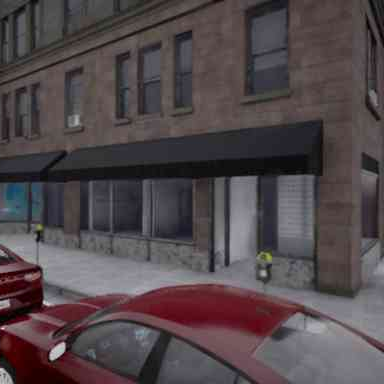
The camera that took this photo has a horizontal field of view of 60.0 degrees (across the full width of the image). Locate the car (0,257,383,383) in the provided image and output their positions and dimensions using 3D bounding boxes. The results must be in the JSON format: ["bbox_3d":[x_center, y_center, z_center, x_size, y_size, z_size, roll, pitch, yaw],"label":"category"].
[{"bbox_3d":[-0.075,1.528,2.912,4.507,1.381,1.887,1,0,36],"label":"car"}]

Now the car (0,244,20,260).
[{"bbox_3d":[-4.546,1.472,6.100,4.507,1.381,1.887,1,0,36],"label":"car"}]
